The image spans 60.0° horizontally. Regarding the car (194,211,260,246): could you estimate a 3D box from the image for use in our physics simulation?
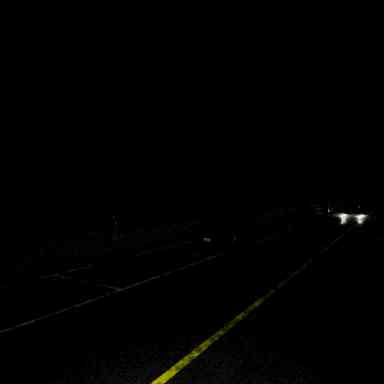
[{"bbox_3d":[1.756,1.566,15.359,1.947,1.339,4.313,0,0,32],"label":"car"}]

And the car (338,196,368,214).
[{"bbox_3d":[17.400,1.478,35.785,1.882,1.535,5.008,0,0,32],"label":"car"}]

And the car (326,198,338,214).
[{"bbox_3d":[13.342,1.567,34.179,1.947,1.339,4.313,0,0,32],"label":"car"}]

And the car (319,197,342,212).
[{"bbox_3d":[16.239,1.441,38.884,1.967,1.590,4.097,0,0,32],"label":"car"}]

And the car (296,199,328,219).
[{"bbox_3d":[10.446,1.582,29.474,1.802,1.307,4.206,0,0,32],"label":"car"}]
